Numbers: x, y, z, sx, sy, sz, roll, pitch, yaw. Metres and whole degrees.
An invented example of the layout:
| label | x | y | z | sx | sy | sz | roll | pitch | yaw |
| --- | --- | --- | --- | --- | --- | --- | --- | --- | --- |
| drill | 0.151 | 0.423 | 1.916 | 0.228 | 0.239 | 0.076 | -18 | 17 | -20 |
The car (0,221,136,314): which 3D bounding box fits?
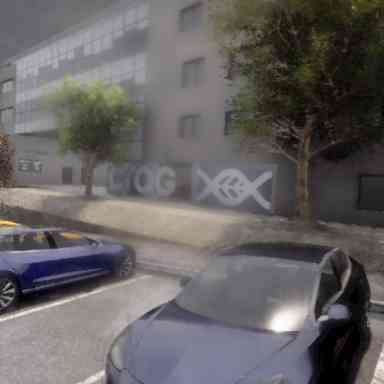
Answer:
| label | x | y | z | sx | sy | sz | roll | pitch | yaw |
| --- | --- | --- | --- | --- | --- | --- | --- | --- | --- |
| car | -3.441 | 1.498 | 7.770 | 2.163 | 1.488 | 4.792 | 0 | 0 | 35 |
